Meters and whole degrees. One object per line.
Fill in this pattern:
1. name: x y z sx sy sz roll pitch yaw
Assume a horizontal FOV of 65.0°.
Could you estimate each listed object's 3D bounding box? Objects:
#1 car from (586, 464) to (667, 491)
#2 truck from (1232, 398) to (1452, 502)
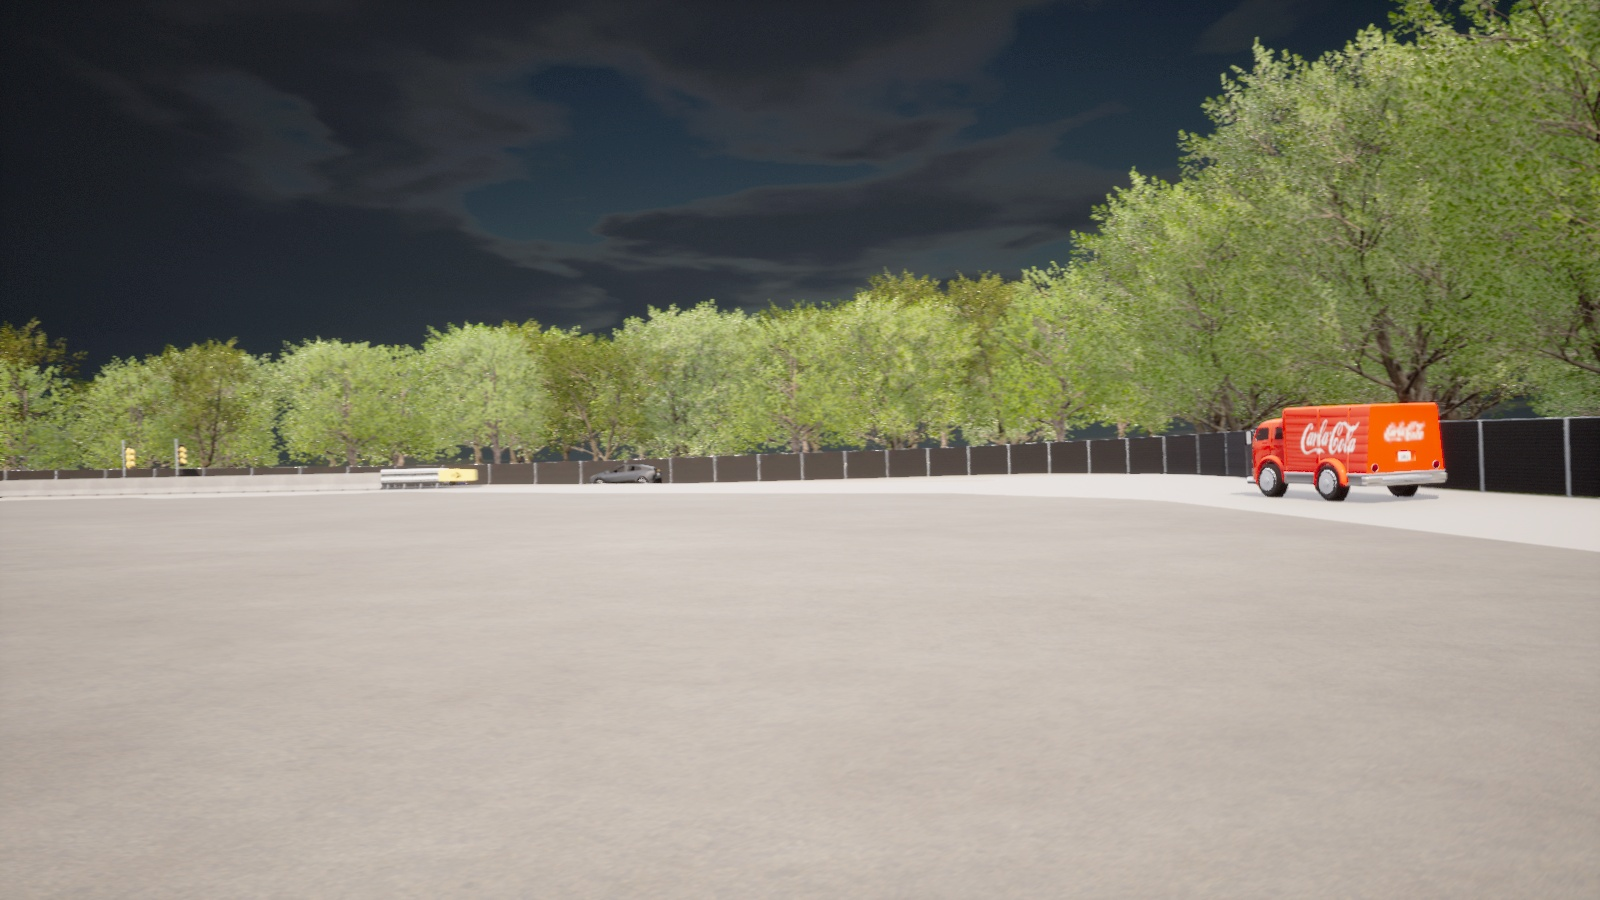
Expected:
1. car: -10.839 1.693 78.453 4.514 1.525 2.007 -2 -1 13
2. truck: 14.301 -0.008 33.584 2.627 2.467 5.204 -3 1 -16
